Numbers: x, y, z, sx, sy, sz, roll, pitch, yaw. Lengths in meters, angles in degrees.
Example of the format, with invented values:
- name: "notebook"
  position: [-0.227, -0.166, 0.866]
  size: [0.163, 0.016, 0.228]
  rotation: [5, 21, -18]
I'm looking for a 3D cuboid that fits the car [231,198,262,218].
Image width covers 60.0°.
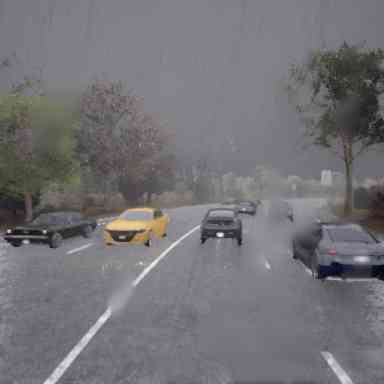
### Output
- name: "car"
  position: [5.527, 1.601, 33.358]
  size: [1.994, 1.385, 4.181]
  rotation: [0, 0, 17]

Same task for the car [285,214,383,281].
- name: "car"
  position: [4.271, 1.586, 9.979]
  size: [1.994, 1.385, 4.181]
  rotation: [0, 0, 5]

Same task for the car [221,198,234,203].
- name: "car"
  position: [6.282, 1.599, 54.532]
  size: [1.994, 1.385, 4.181]
  rotation: [0, 0, 25]

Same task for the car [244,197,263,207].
- name: "car"
  position: [10.020, 1.623, 54.225]
  size: [1.994, 1.385, 4.181]
  rotation: [0, 0, 26]

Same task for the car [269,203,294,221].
- name: "car"
  position: [7.363, 1.593, 27.368]
  size: [2.033, 1.411, 5.357]
  rotation: [0, 0, 15]

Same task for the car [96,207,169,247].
- name: "car"
  position: [-2.346, 1.473, 15.268]
  size: [1.882, 1.535, 5.008]
  rotation: [0, 0, 8]

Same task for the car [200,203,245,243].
- name: "car"
  position: [1.519, 1.517, 16.146]
  size: [1.837, 1.490, 4.892]
  rotation: [0, 0, 8]

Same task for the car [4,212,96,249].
- name: "car"
  position: [-5.979, 1.580, 14.717]
  size: [1.895, 1.301, 4.718]
  rotation: [0, 0, 8]
